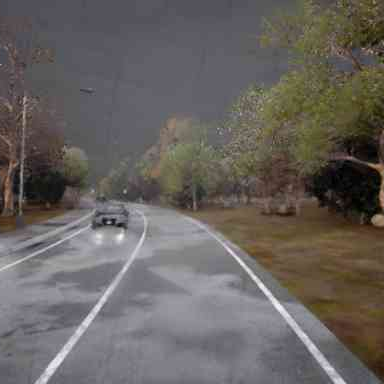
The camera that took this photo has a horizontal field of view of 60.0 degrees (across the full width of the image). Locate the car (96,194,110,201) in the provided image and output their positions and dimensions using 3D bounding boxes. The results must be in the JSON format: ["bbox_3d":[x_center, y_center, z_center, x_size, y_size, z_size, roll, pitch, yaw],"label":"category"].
[{"bbox_3d":[-16.159,1.124,60.101,1.994,1.385,4.181,2,0,-23],"label":"car"}]

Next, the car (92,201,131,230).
[{"bbox_3d":[-4.781,1.464,20.142,1.994,1.385,4.181,1,0,-7],"label":"car"}]
